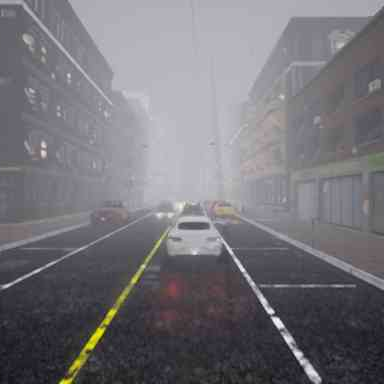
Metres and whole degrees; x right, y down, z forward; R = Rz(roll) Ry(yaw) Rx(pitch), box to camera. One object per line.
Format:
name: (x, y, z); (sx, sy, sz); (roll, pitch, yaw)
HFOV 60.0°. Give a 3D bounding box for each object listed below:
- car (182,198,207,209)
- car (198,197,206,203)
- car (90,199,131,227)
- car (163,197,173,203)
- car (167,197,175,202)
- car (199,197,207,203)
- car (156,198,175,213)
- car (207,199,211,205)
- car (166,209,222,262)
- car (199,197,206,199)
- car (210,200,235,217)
car: (0.080, 1.656, 32.591); (2.128, 1.511, 4.902); (0, 0, 0)
car: (2.657, 1.991, 85.838); (1.947, 1.339, 4.313); (0, 0, 0)
car: (-5.698, 1.436, 23.843); (2.192, 1.841, 5.009); (0, 0, 0)
car: (-5.722, 1.949, 80.203); (2.008, 1.369, 4.403); (0, 0, 0)
car: (-5.726, 1.997, 91.475); (1.887, 1.381, 4.507); (0, 0, 0)
car: (2.659, 1.924, 80.372); (1.752, 1.417, 4.829); (0, 0, 0)
car: (-3.110, 1.764, 39.695); (1.994, 1.385, 4.181); (0, 0, 0)
car: (3.123, 1.678, 39.837); (1.882, 1.535, 5.008); (0, 0, 0)
car: (0.074, 1.589, 12.328); (1.812, 1.442, 4.674); (0, 0, 0)
car: (2.668, 1.839, 57.657); (2.008, 1.369, 4.403); (0, 0, 0)
car: (3.136, 1.624, 33.028); (1.801, 1.575, 5.366); (0, 0, 0)
